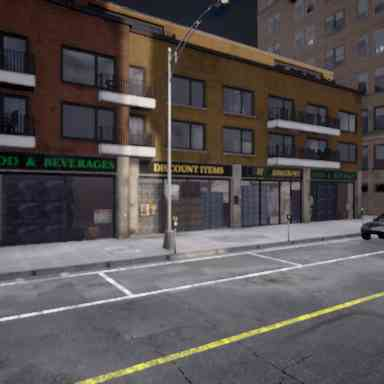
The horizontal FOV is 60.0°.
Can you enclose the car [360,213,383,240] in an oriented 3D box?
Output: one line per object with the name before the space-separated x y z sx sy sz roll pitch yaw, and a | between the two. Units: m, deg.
car | 9.732 1.556 15.538 4.313 1.339 1.947 0 0 -32
